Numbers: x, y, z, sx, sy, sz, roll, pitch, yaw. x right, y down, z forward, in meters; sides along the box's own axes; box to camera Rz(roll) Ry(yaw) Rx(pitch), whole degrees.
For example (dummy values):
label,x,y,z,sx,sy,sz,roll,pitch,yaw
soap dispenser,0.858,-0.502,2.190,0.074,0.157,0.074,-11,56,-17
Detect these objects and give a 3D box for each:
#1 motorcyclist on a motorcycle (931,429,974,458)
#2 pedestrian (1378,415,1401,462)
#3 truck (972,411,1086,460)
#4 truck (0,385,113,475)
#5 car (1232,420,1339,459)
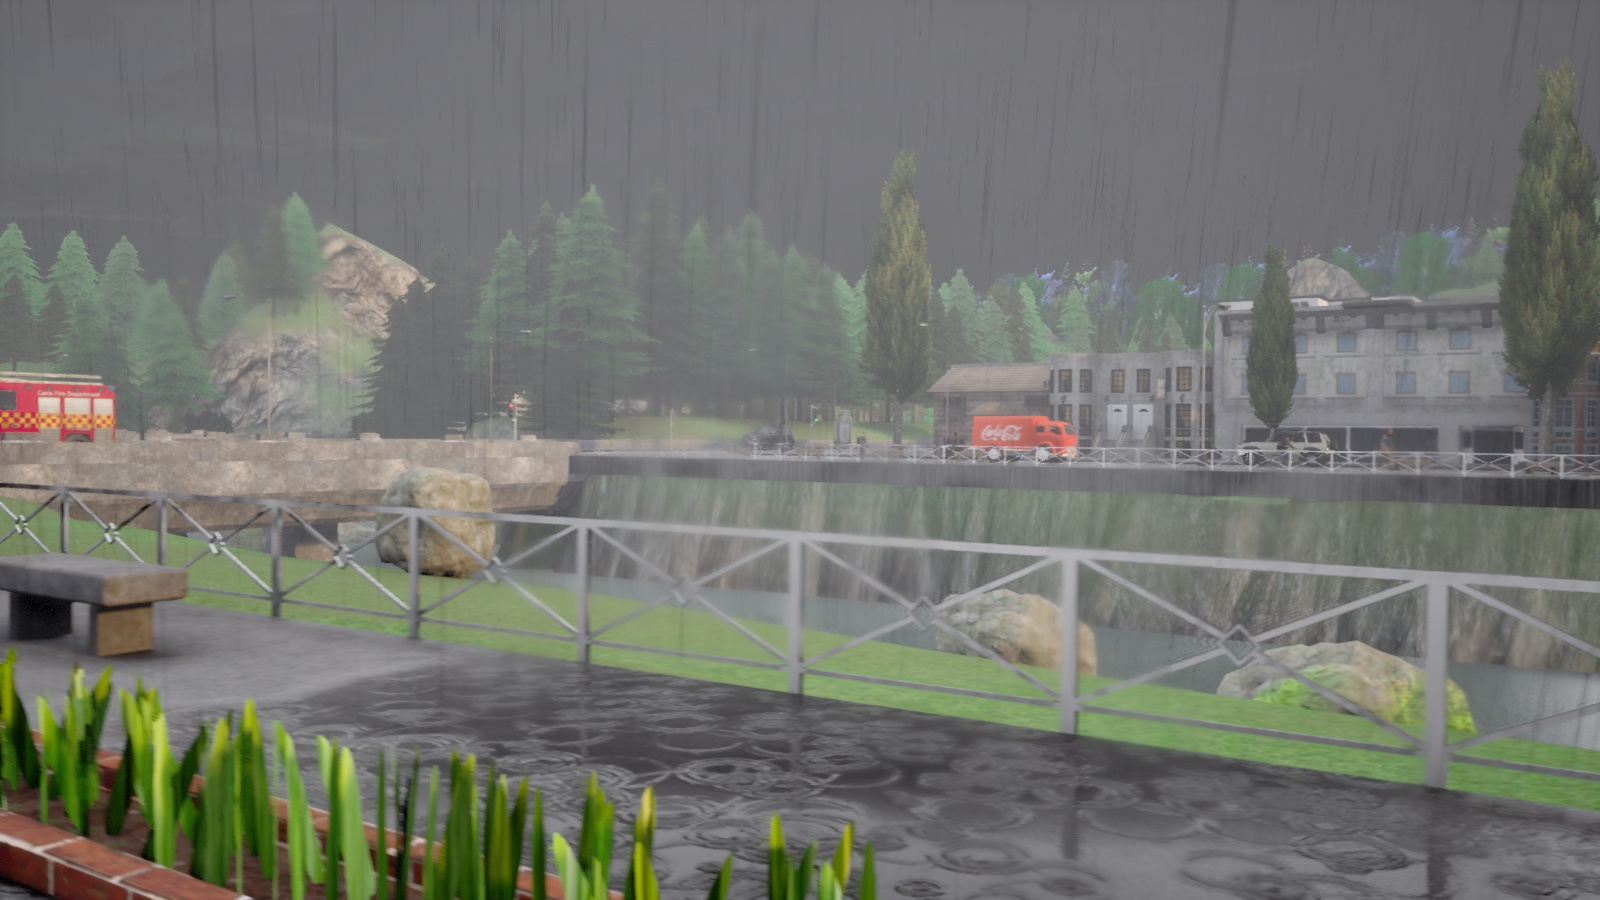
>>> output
label,x,y,z,sx,sy,sz,roll,pitch,yaw
motorcyclist on a motorcycle,8.773,-0.386,72.401,2.350,1.649,0.766,0,1,34
pedestrian,23.484,-0.454,50.027,0.540,1.848,0.694,-1,1,-44
truck,11.924,-0.757,65.501,5.204,2.467,2.627,0,1,34
truck,-35.035,-0.863,54.761,2.891,3.827,8.468,0,1,34
car,24.049,-0.519,62.256,4.605,1.855,1.932,0,1,34
